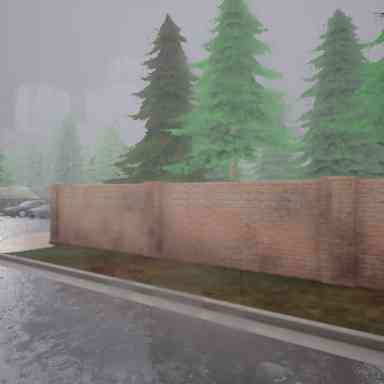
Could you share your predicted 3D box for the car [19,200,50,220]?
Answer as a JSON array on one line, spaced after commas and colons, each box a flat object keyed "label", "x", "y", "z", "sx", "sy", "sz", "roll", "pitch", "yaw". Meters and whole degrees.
[{"label": "car", "x": -11.966, "y": 1.584, "z": 28.461, "sx": 1.994, "sy": 1.385, "sz": 4.181, "roll": 0, "pitch": 0, "yaw": 35}]

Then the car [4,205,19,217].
[{"label": "car", "x": -14.644, "y": 1.527, "z": 30.736, "sx": 1.837, "sy": 1.490, "sz": 4.892, "roll": 0, "pitch": 0, "yaw": 35}]
